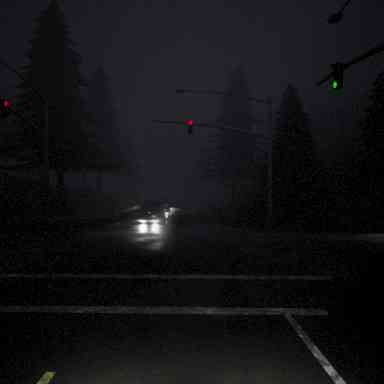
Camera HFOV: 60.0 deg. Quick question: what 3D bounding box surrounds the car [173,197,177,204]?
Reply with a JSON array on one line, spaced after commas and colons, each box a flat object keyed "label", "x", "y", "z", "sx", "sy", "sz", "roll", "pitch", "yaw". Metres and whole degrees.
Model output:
[{"label": "car", "x": -3.937, "y": 1.491, "z": 50.429, "sx": 2.128, "sy": 1.511, "sz": 4.902, "roll": 0, "pitch": 0, "yaw": -7}]

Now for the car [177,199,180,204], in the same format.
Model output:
[{"label": "car", "x": -4.099, "y": 1.564, "z": 61.619, "sx": 1.994, "sy": 1.385, "sz": 4.181, "roll": 0, "pitch": 0, "yaw": -39}]

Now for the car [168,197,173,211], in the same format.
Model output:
[{"label": "car", "x": -3.648, "y": 1.478, "z": 40.278, "sx": 1.882, "sy": 1.535, "sz": 5.008, "roll": 0, "pitch": 0, "yaw": 0}]

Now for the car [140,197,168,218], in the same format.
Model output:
[{"label": "car", "x": -3.653, "y": 1.491, "z": 30.775, "sx": 2.128, "sy": 1.511, "sz": 4.902, "roll": 0, "pitch": 0, "yaw": 0}]
